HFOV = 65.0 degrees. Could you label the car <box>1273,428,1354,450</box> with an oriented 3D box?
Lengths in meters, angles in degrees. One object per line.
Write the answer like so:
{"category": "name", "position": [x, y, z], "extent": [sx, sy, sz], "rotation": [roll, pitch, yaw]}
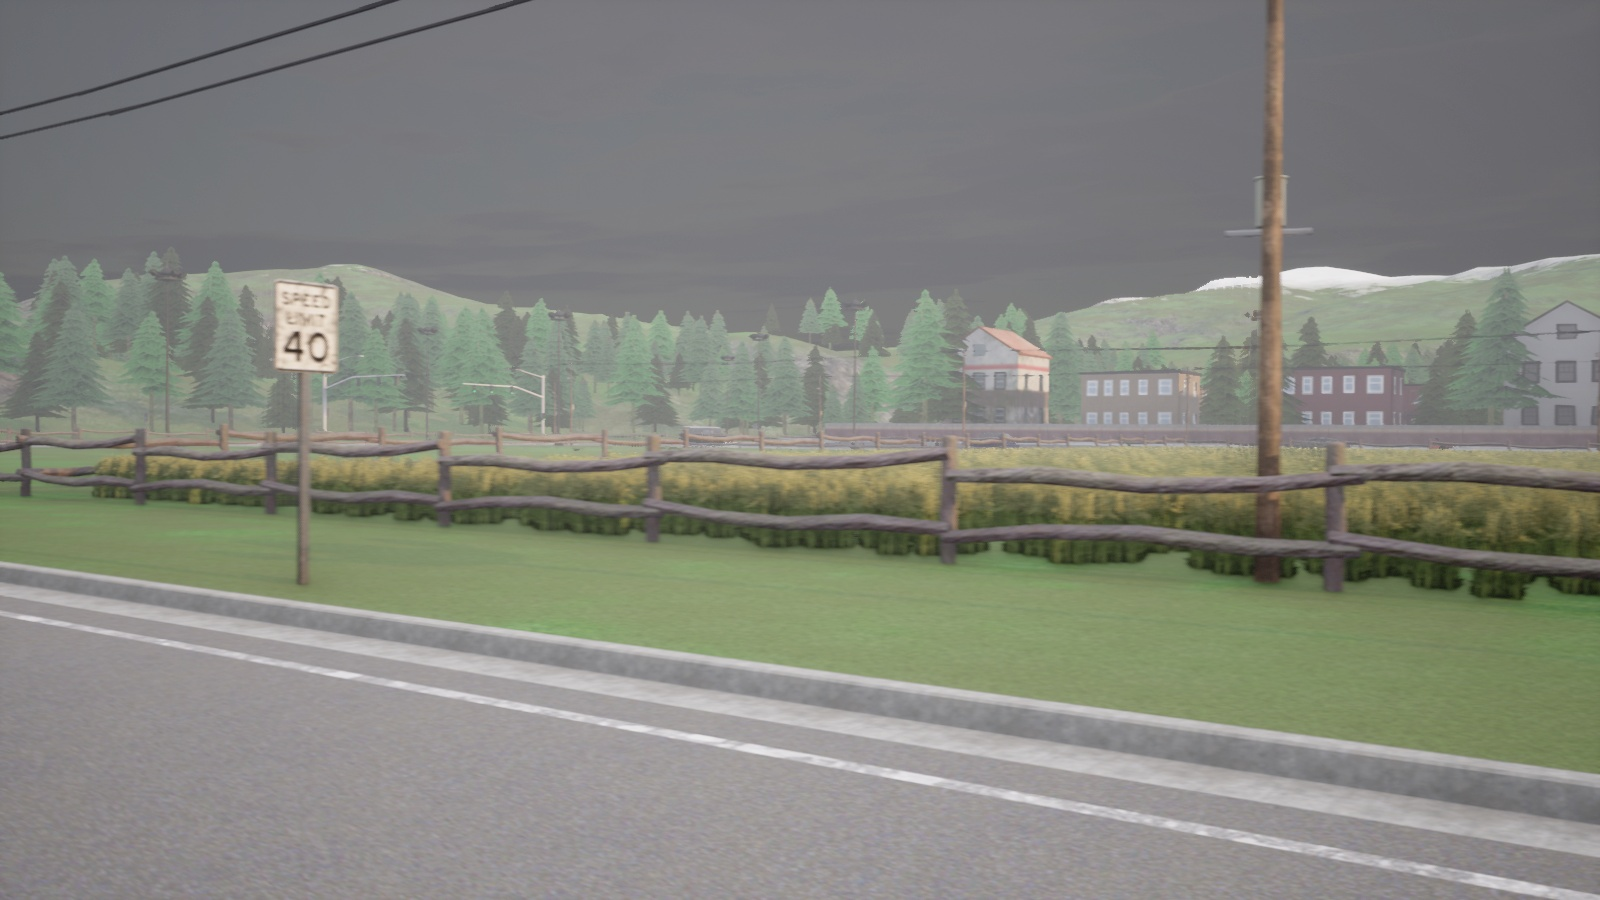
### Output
{"category": "car", "position": [35.761, -0.779, 87.493], "extent": [4.892, 1.490, 1.837], "rotation": [0, 1, 34]}
